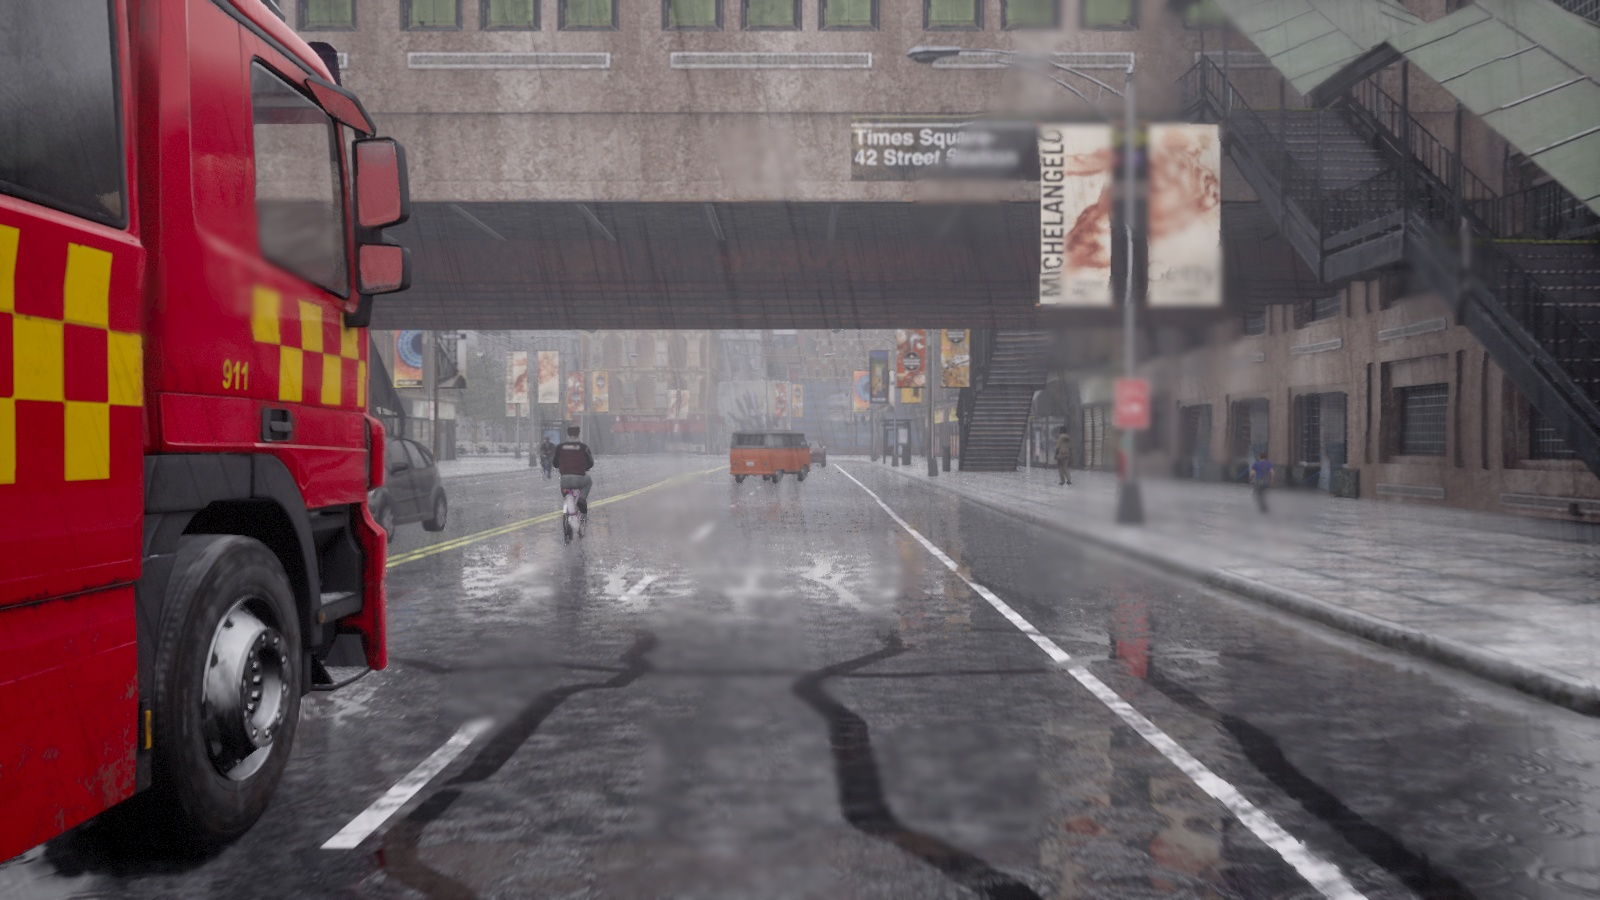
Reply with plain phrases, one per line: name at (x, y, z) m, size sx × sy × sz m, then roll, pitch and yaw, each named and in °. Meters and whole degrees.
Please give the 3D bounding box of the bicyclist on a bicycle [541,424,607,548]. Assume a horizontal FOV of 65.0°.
bicyclist on a bicycle at (-3.360, 0.507, 18.816) m, size 0.659 × 1.776 × 1.843 m, roll 0°, pitch 0°, yaw 0°

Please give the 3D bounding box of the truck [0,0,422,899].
truck at (-3.470, -0.435, 2.418) m, size 2.891 × 3.827 × 8.468 m, roll 0°, pitch 0°, yaw 0°

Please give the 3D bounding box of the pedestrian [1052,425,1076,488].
pedestrian at (8.102, 0.189, 38.540) m, size 0.396 × 1.930 × 0.692 m, roll 0°, pitch 0°, yaw -21°

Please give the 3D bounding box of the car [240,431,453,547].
car at (-6.875, 0.527, 19.510) m, size 1.851 × 1.617 × 3.988 m, roll 0°, pitch 0°, yaw 0°

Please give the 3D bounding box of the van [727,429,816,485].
van at (-1.019, 0.227, 47.241) m, size 1.775 × 1.987 × 4.442 m, roll 0°, pitch 0°, yaw 21°

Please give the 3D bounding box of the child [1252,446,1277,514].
child at (8.739, 0.555, 23.623) m, size 0.270 × 1.263 × 0.437 m, roll 0°, pitch 0°, yaw -5°

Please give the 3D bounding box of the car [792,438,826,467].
car at (0.562, 0.155, 78.512) m, size 2.097 × 1.767 × 4.553 m, roll 0°, pitch 0°, yaw 1°

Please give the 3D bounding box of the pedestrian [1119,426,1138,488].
pedestrian at (9.706, 0.198, 37.147) m, size 0.345 × 1.836 × 0.594 m, roll 0°, pitch 0°, yaw -7°
